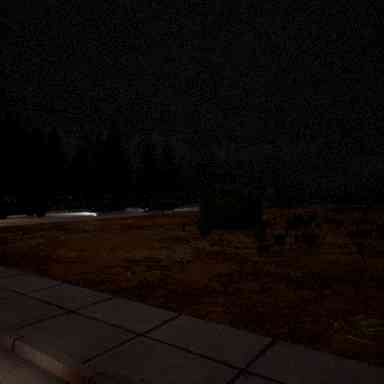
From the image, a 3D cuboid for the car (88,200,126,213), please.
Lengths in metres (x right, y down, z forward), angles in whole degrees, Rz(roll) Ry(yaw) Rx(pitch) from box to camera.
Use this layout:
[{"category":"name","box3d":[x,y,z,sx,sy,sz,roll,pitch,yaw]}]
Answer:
[{"category":"car","box3d":[-9.573,1.591,37.673,1.994,1.385,4.181,0,0,37]}]

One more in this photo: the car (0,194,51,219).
[{"category":"car","box3d":[-15.468,1.248,29.695,2.150,2.045,5.566,0,0,36]}]

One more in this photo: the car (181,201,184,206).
[{"category":"car","box3d":[-3.375,1.574,46.056,2.033,1.411,5.357,0,0,37]}]

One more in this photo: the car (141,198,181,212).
[{"category":"car","box3d":[-3.759,1.627,39.327,1.895,1.301,4.718,0,0,36]}]
